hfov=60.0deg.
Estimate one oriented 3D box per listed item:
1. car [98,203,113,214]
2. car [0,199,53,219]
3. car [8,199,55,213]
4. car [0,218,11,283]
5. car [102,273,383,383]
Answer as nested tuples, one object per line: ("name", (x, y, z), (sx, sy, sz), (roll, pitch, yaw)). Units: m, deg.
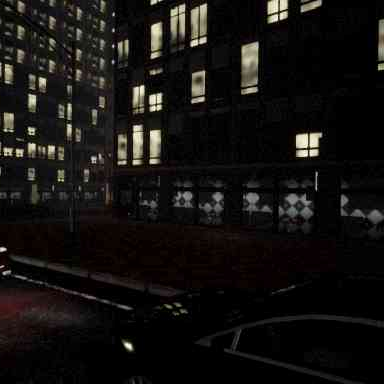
("car", (-8.879, 1.829, 39.777), (1.752, 1.417, 4.829), (1, 0, 36))
("car", (-15.663, 1.519, 30.556), (2.192, 1.841, 5.009), (1, 0, 36))
("car", (-19.175, 1.642, 39.925), (1.752, 1.417, 4.829), (1, 0, 36))
("car", (-6.367, 1.487, 8.197), (4.902, 1.511, 2.128), (0, 0, 36))
("car", (1.315, 1.491, 2.743), (4.902, 1.511, 2.128), (0, 0, 35))
